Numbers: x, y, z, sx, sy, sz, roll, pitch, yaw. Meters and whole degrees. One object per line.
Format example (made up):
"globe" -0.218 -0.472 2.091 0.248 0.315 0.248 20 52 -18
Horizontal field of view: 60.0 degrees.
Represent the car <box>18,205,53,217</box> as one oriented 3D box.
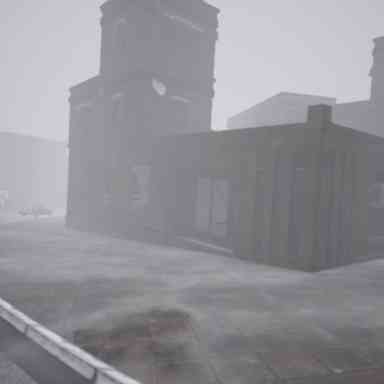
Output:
"car" -19.389 2.327 41.478 2.033 1.411 5.357 3 -2 4
